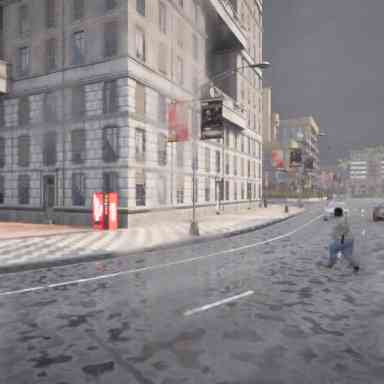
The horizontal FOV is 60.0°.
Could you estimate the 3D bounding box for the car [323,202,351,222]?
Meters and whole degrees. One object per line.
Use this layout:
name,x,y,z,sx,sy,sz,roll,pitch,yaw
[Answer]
car,11.576,1.525,26.507,1.812,1.442,4.674,0,0,27

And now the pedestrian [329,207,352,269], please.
pedestrian,4.157,1.294,9.300,0.375,1.860,0.375,0,0,42

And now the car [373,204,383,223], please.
car,14.725,1.564,24.983,1.994,1.385,4.181,0,0,27
